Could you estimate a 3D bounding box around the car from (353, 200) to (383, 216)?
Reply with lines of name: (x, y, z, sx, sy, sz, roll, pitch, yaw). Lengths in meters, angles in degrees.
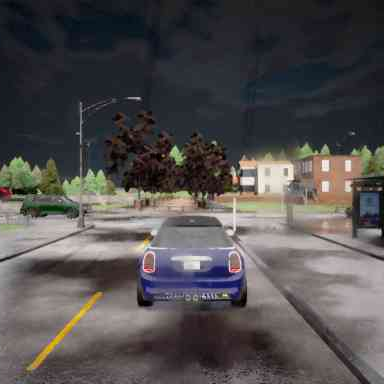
car: (18.723, 1.505, 32.689, 4.892, 1.490, 1.837, 0, 0, 0)

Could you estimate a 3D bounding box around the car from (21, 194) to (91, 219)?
car: (-11.553, 1.221, 28.303, 5.566, 2.045, 2.150, 0, 0, 2)

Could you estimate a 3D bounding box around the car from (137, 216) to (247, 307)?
car: (0.008, 1.352, 8.161, 2.097, 1.767, 4.553, 0, 0, 0)

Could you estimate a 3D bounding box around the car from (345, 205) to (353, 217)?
car: (15.398, 1.564, 28.475, 4.181, 1.385, 1.994, 0, 0, 0)
